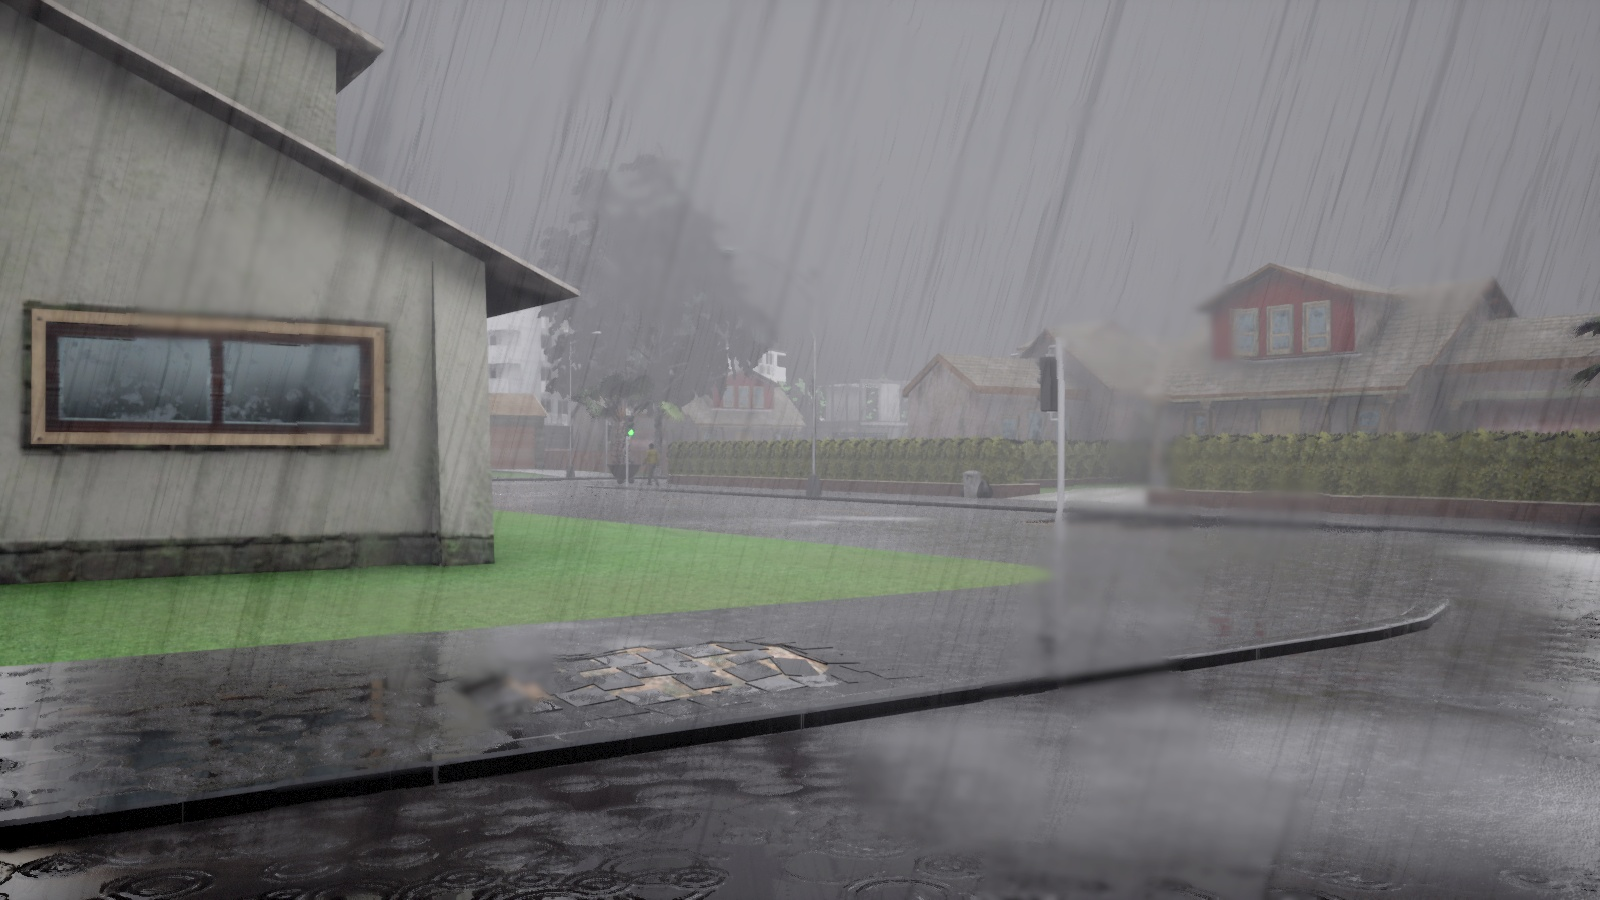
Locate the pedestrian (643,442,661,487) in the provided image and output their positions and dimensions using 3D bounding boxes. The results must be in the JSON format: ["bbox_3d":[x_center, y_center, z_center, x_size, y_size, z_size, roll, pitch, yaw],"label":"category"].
[{"bbox_3d":[-6.157,0.595,52.192,0.431,1.840,0.709,0,0,-43],"label":"pedestrian"}]
